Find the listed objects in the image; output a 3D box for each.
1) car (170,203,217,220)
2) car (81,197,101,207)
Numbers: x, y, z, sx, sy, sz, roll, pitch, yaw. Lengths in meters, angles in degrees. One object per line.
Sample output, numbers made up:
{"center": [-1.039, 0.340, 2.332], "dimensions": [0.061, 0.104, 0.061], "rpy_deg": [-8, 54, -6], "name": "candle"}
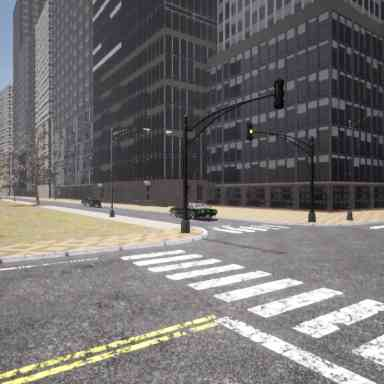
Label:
{"center": [0.002, 1.602, 28.406], "dimensions": [1.895, 1.301, 4.718], "rpy_deg": [0, 0, -35], "name": "car"}
{"center": [-15.279, 1.505, 50.204], "dimensions": [1.837, 1.490, 4.892], "rpy_deg": [0, 0, -35], "name": "car"}
